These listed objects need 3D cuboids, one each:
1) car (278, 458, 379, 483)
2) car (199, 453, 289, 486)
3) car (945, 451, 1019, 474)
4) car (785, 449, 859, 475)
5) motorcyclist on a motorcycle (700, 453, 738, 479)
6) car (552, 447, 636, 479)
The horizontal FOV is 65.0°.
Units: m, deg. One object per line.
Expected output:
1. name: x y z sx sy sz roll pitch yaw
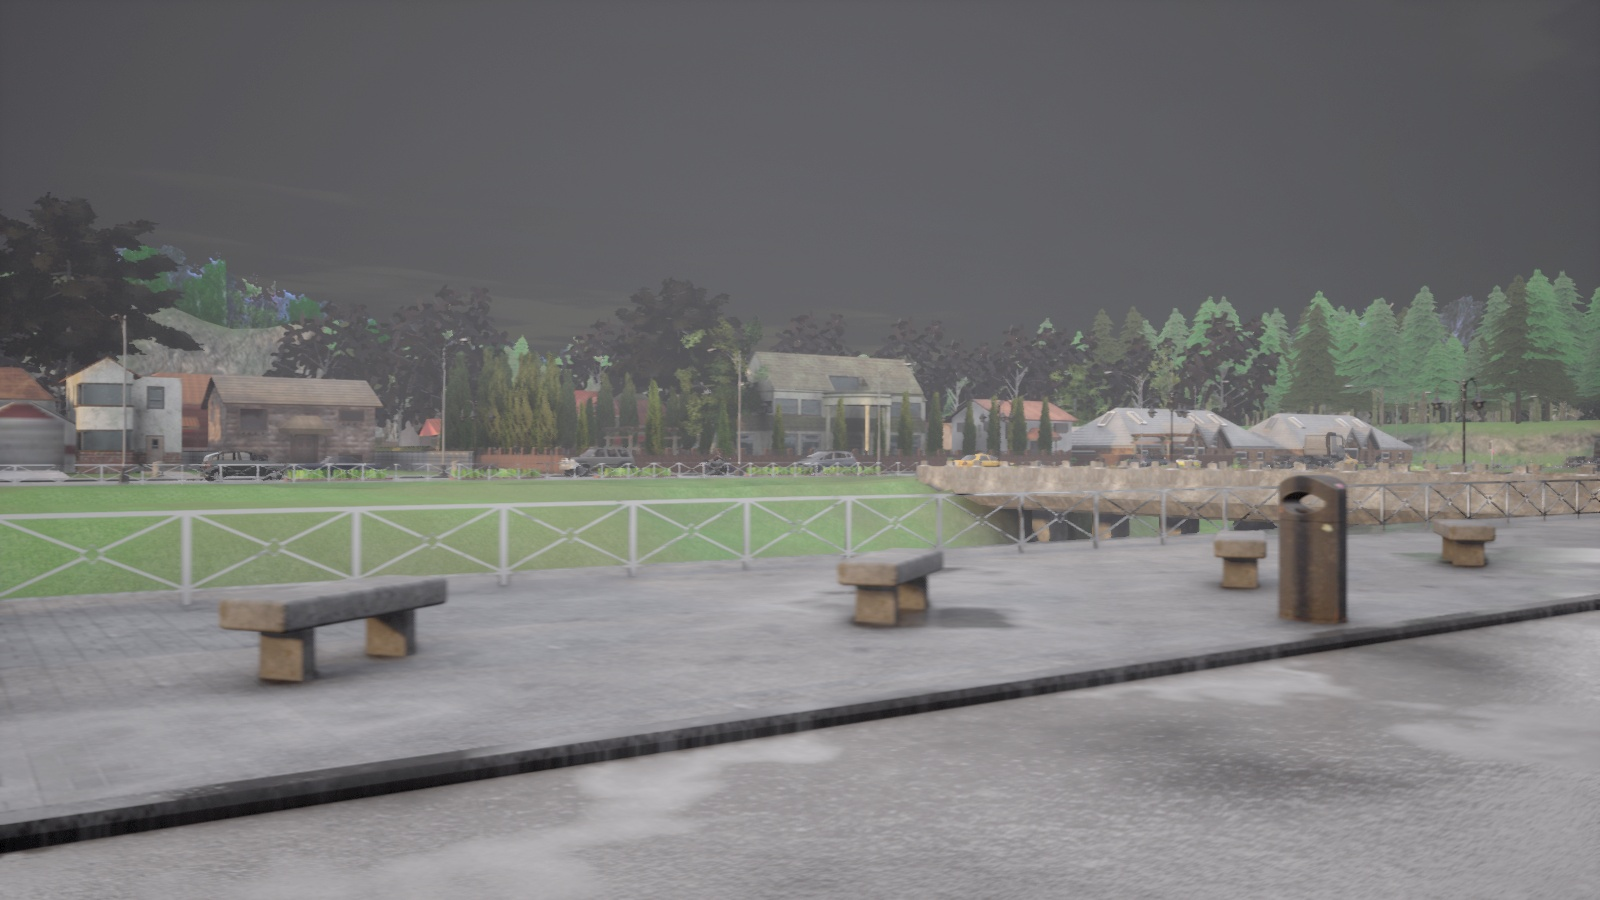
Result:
1. car: -25.094 1.062 66.845 4.718 1.301 1.895 0 0 -35
2. car: -26.886 0.929 60.725 3.705 1.549 1.789 0 0 -35
3. car: 12.865 0.873 88.381 5.366 1.575 1.801 0 0 -35
4. car: 1.513 0.795 85.357 4.611 1.667 2.242 0 0 -35
5. motorcyclist on a motorcycle: -4.905 0.976 76.018 2.191 1.530 0.866 0 0 -35
6. car: -12.378 0.773 75.693 4.605 1.855 1.932 0 0 -35
